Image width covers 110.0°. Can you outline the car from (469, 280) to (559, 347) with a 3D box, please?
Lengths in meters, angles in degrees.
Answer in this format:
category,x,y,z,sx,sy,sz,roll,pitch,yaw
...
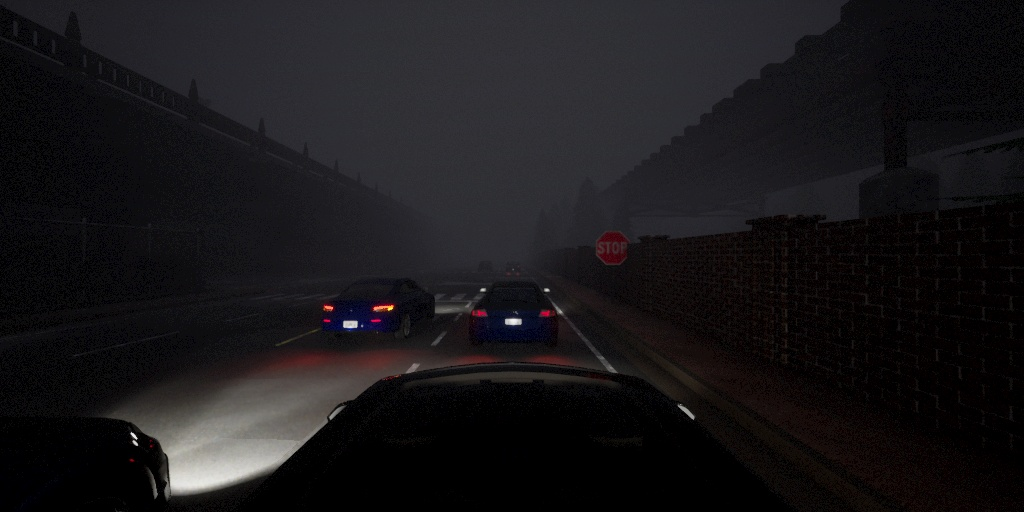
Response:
category,x,y,z,sx,sy,sz,roll,pitch,yaw
car,0.072,1.314,9.335,1.994,1.385,4.181,0,0,1

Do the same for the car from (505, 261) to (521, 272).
category,x,y,z,sx,sy,sz,roll,pitch,yaw
car,0.115,1.351,46.149,1.895,1.301,4.718,0,0,-1

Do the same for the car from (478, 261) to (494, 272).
category,x,y,z,sx,sy,sz,roll,pitch,yaw
car,-3.380,1.297,45.981,2.033,1.411,5.357,0,0,-1

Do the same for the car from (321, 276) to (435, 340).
category,x,y,z,sx,sy,sz,roll,pitch,yaw
car,-3.410,1.276,9.859,1.812,1.442,4.674,0,0,0

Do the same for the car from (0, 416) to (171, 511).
category,x,y,z,sx,sy,sz,roll,pitch,yaw
car,-3.399,1.314,0.763,1.994,1.385,4.181,0,0,0
